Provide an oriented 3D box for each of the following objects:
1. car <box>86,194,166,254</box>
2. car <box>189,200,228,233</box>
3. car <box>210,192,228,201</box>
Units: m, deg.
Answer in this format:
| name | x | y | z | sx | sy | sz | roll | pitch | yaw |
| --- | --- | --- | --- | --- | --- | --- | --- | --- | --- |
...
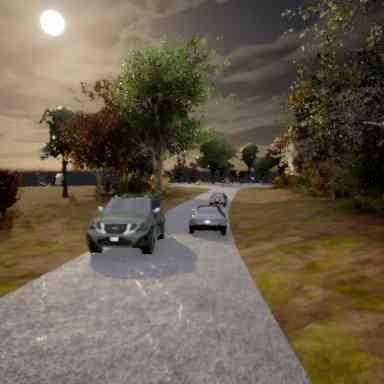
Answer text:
| name | x | y | z | sx | sy | sz | roll | pitch | yaw |
| --- | --- | --- | --- | --- | --- | --- | --- | --- | --- |
| car | -2.372 | 1.127 | 13.505 | 2.150 | 2.045 | 5.566 | 1 | 1 | 3 |
| car | 0.925 | 1.404 | 18.560 | 1.994 | 1.385 | 4.181 | 0 | 1 | 4 |
| car | 2.971 | 0.734 | 36.903 | 2.033 | 1.411 | 5.357 | 1 | 3 | 8 |
